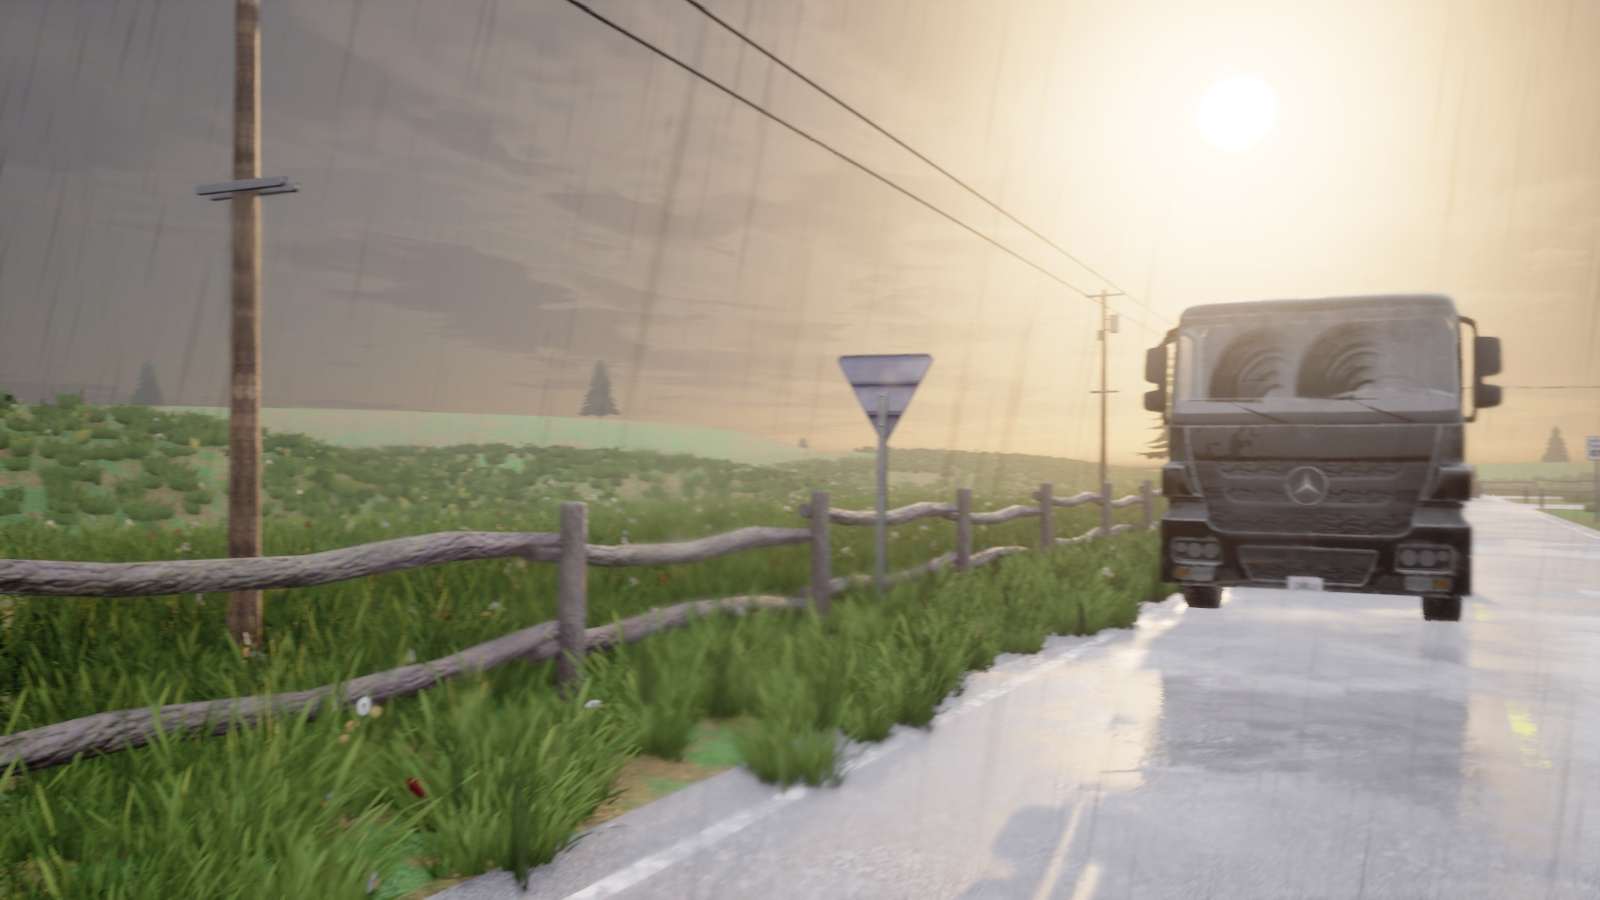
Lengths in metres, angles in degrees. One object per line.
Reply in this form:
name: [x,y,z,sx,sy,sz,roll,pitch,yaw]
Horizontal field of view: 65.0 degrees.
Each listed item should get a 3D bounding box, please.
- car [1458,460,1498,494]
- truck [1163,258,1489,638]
car: [38.879,1.529,72.088,1.905,1.878,3.866,0,-1,27]
truck: [6.762,0.029,15.617,2.891,3.462,7.936,0,-1,27]
